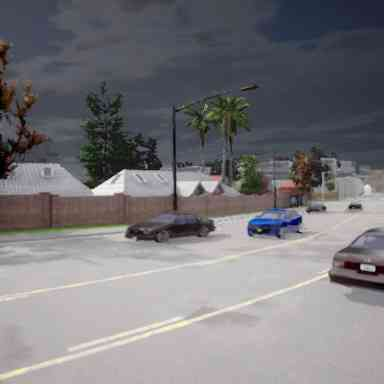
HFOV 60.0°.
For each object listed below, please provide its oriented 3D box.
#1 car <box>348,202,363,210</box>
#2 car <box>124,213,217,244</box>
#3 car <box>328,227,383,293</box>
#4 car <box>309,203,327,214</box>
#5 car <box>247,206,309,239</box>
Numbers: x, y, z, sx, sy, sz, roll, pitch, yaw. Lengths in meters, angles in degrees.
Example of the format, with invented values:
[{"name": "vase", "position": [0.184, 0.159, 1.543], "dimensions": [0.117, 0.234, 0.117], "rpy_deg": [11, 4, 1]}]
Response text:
[{"name": "car", "position": [26.700, 2.315, 54.269], "dimensions": [1.895, 1.301, 4.718], "rpy_deg": [-1, -1, 32]}, {"name": "car", "position": [-0.906, 1.800, 17.531], "dimensions": [2.033, 1.411, 5.357], "rpy_deg": [-1, -1, 42]}, {"name": "car", "position": [5.417, 1.644, 8.715], "dimensions": [2.033, 1.411, 5.357], "rpy_deg": [-1, -1, 44]}, {"name": "car", "position": [17.028, 2.188, 45.168], "dimensions": [2.033, 1.411, 5.357], "rpy_deg": [-1, -1, 32]}, {"name": "car", "position": [4.953, 1.744, 19.328], "dimensions": [1.882, 1.535, 5.008], "rpy_deg": [-1, -1, 36]}]
